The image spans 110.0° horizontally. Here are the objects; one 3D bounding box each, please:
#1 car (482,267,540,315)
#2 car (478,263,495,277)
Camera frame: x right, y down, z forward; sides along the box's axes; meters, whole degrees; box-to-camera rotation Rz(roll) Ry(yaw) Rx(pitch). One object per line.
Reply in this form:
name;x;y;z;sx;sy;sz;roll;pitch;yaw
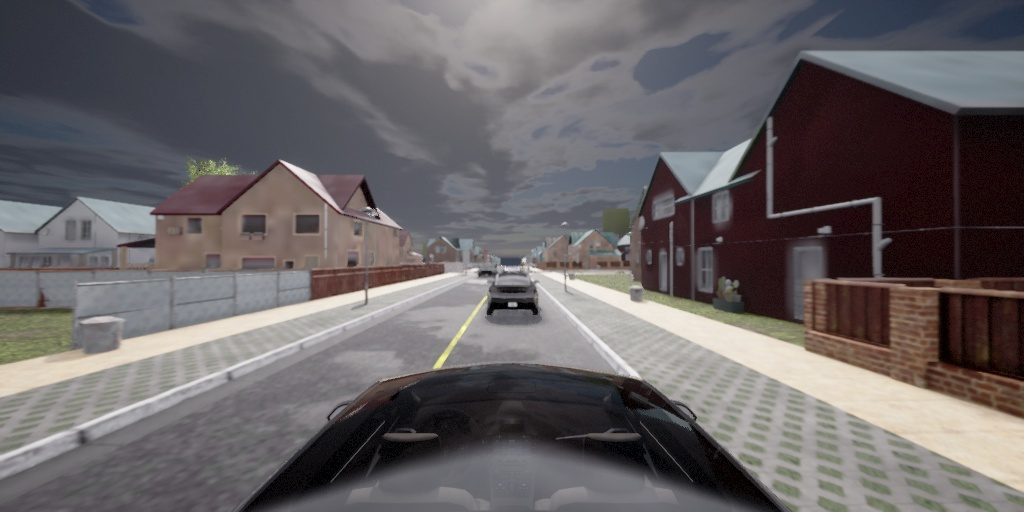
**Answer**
car;0.041;1.371;14.270;1.837;1.490;4.892;0;0;0
car;-2.813;1.573;42.153;2.097;1.767;4.553;0;-1;1
